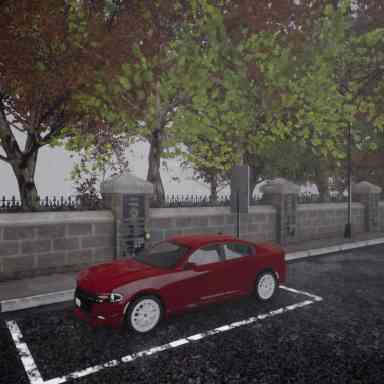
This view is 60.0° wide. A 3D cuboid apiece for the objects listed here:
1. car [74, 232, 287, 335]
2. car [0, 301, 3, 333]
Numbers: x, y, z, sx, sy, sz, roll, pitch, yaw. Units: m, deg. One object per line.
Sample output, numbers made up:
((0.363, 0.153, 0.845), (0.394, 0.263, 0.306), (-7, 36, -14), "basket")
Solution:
((-0.018, 1.545, 6.702), (4.507, 1.381, 1.887), (0, 0, -35), "car")
((-4.500, 1.551, 3.446), (4.403, 1.369, 2.008), (0, 0, -35), "car")
